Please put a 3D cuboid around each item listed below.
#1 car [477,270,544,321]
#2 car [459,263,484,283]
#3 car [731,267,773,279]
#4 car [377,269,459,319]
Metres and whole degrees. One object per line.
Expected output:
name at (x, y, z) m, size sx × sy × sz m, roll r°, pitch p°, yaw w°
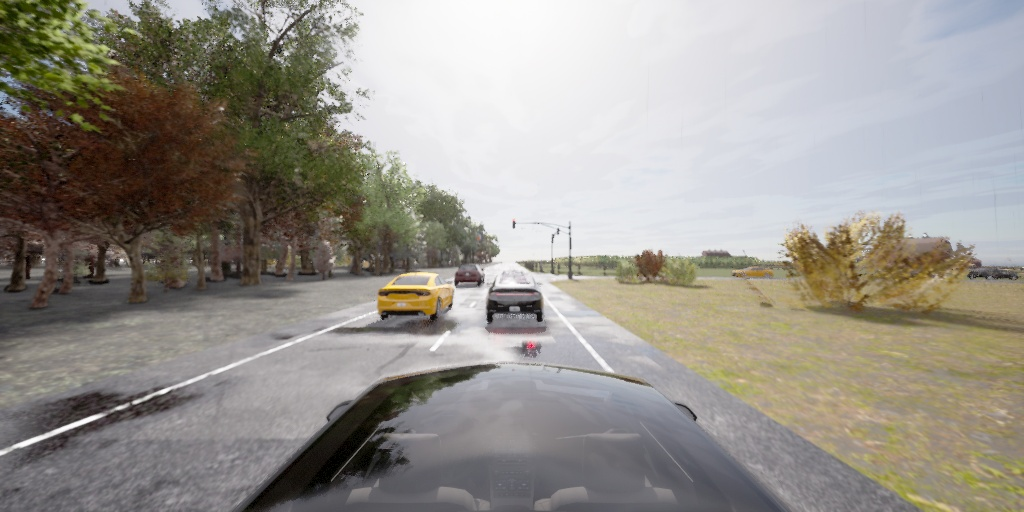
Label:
car at (0.089, 1.384, 13.100) m, size 2.128 × 1.511 × 4.902 m, roll 0°, pitch -1°, yaw 0°
car at (-3.430, 1.451, 29.692) m, size 2.097 × 1.767 × 4.553 m, roll 0°, pitch -1°, yaw 0°
car at (31.886, 2.197, 47.706) m, size 5.008 × 1.535 × 1.882 m, roll 1°, pitch -2°, yaw 0°
car at (-3.412, 1.375, 13.540) m, size 1.882 × 1.535 × 5.008 m, roll 0°, pitch -1°, yaw 0°
